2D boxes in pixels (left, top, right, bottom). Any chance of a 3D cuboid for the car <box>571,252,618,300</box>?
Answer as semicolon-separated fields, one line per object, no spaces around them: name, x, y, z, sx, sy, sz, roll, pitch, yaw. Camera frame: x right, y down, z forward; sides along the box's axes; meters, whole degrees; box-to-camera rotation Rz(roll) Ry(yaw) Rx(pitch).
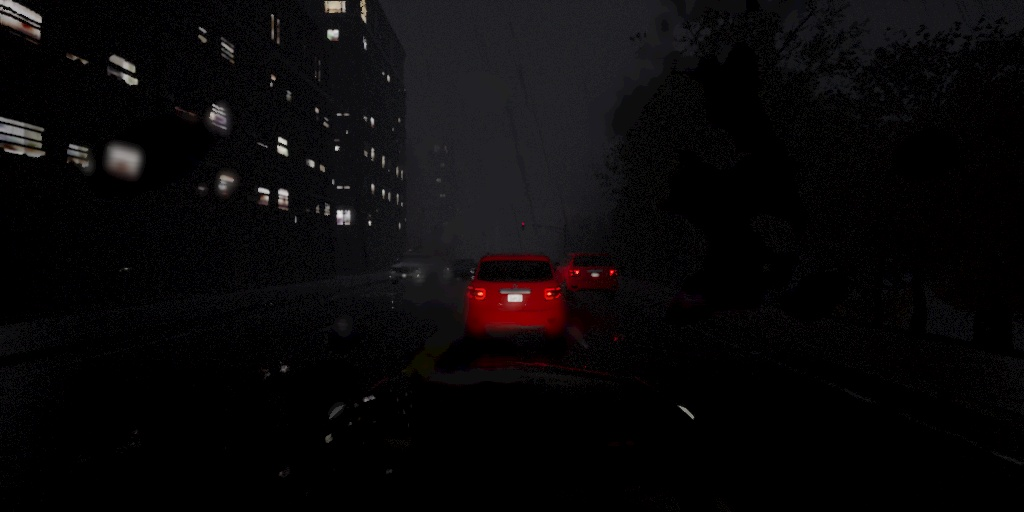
car;3.347;0.871;17.086;2.150;2.045;5.566;0;0;0

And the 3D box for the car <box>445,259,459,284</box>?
car;-3.354;0.958;25.304;2.097;1.767;4.553;0;0;0

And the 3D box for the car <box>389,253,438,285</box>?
car;-6.604;0.833;24.720;2.150;2.045;5.566;0;0;0

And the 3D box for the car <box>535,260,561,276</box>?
car;3.342;1.119;34.123;1.994;1.385;4.181;0;0;0

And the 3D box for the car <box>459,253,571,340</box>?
car;0.080;0.922;9.969;2.150;2.045;5.566;0;1;0
